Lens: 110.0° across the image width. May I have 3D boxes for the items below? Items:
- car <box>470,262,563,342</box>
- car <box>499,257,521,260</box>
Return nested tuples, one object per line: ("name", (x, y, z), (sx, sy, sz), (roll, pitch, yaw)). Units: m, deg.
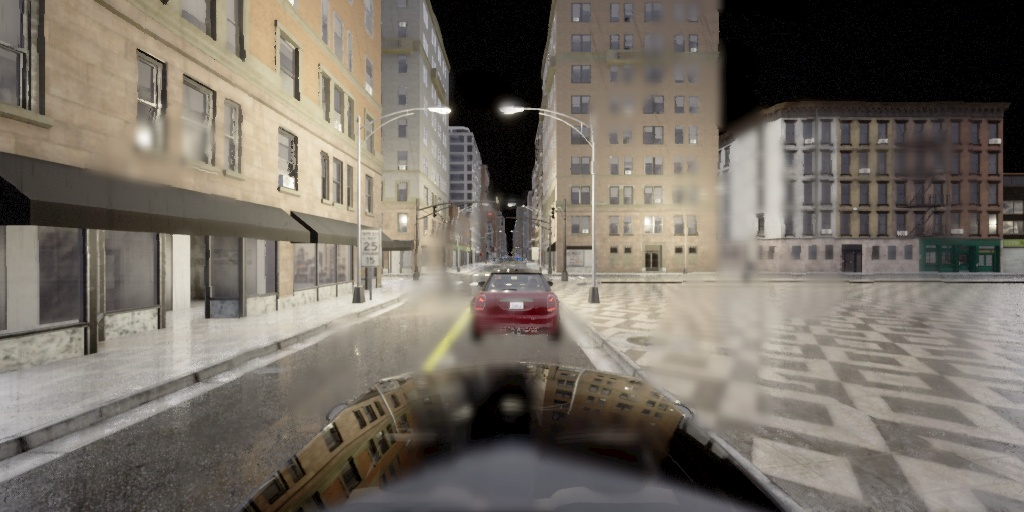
("car", (0.104, 1.101, 9.956), (2.097, 1.767, 4.553), (0, 0, 0))
("car", (0.054, 1.100, 19.772), (2.097, 1.767, 4.553), (0, 0, -1))
